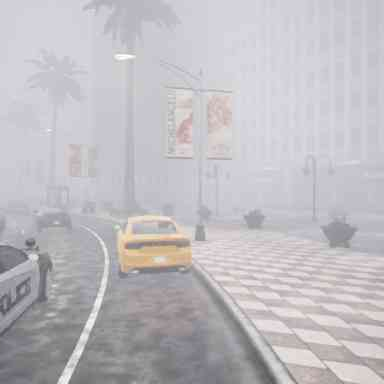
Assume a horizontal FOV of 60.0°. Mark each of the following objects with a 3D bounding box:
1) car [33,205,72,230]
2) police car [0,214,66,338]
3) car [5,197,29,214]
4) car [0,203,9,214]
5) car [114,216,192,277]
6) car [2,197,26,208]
[{"bbox_3d":[-8.599,1.520,20.402,1.812,1.442,4.674,0,0,-29],"label":"car"},{"bbox_3d":[-3.651,1.422,5.216,1.930,1.638,5.238,0,0,-8],"label":"police car"},{"bbox_3d":[-17.806,1.551,33.382,1.994,1.385,4.181,0,0,-38],"label":"car"},{"bbox_3d":[-11.596,1.556,18.628,1.994,1.385,4.181,0,0,-28],"label":"car"},{"bbox_3d":[-1.364,1.477,10.428,1.882,1.535,5.008,0,0,-14],"label":"car"},{"bbox_3d":[-25.899,1.461,48.418,2.231,1.521,4.892,0,0,-39],"label":"car"}]
